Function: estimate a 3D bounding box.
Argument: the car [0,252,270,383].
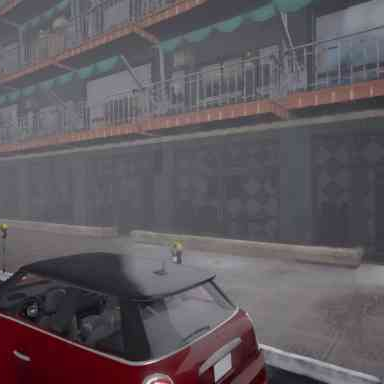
[{"bbox_3d":[-1.331,1.440,3.817,4.097,1.590,1.967,0,0,35],"label":"car"}]
